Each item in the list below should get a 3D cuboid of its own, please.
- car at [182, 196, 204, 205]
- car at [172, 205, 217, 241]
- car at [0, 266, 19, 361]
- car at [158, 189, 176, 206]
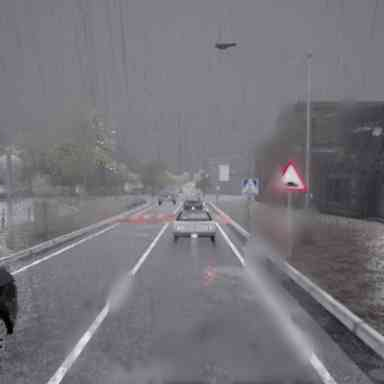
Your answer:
[{"bbox_3d":[0.106,1.209,32.960,1.837,1.490,4.892,0,1,0],"label":"car"},{"bbox_3d":[0.102,1.517,16.093,1.895,1.301,4.718,0,0,0],"label":"car"},{"bbox_3d":[-3.349,1.488,2.709,2.128,1.511,4.902,0,0,0],"label":"car"},{"bbox_3d":[-3.243,0.563,44.336,2.150,2.045,5.566,0,1,0],"label":"car"}]
